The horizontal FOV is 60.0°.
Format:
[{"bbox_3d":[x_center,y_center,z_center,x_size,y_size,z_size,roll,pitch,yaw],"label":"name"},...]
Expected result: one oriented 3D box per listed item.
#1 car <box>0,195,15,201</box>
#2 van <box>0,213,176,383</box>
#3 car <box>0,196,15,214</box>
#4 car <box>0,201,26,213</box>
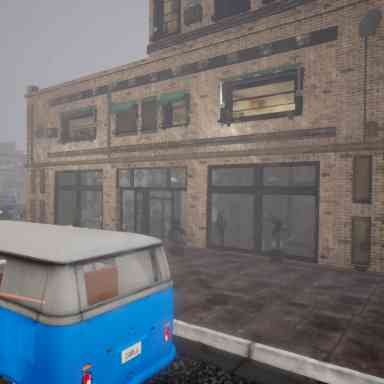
[{"bbox_3d":[-20.505,1.349,33.244,2.150,2.045,5.566,1,0,36],"label":"car"},{"bbox_3d":[-2.102,1.340,4.348,3.998,1.788,1.690,0,1,35],"label":"van"},{"bbox_3d":[-22.044,1.411,35.539,2.192,1.841,5.009,0,0,36],"label":"car"},{"bbox_3d":[-15.282,1.793,30.593,1.947,1.339,4.313,0,0,36],"label":"car"}]
